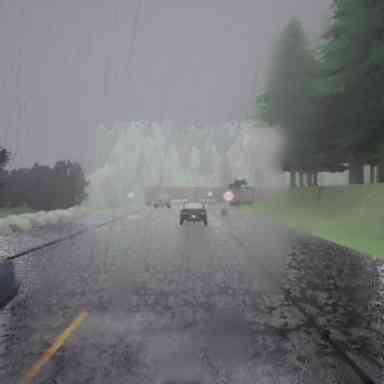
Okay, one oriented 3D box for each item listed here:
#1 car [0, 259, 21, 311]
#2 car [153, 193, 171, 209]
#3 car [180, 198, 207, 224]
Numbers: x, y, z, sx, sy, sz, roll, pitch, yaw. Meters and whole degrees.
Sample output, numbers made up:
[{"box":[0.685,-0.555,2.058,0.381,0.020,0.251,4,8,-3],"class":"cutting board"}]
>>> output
[{"box":[-4.098,1.548,3.847,2.033,1.411,5.357,0,0,0],"class":"car"},{"box":[-4.110,1.225,46.705,2.150,2.045,5.566,0,0,0],"class":"car"},{"box":[0.113,1.480,24.578,1.882,1.535,5.008,0,0,0],"class":"car"}]
